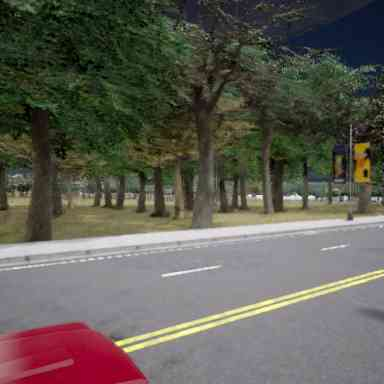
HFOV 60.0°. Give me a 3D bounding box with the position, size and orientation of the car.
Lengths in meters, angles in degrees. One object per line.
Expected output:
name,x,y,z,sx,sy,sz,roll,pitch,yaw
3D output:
car,-2.437,1.597,1.702,4.718,1.301,1.895,0,0,-36
